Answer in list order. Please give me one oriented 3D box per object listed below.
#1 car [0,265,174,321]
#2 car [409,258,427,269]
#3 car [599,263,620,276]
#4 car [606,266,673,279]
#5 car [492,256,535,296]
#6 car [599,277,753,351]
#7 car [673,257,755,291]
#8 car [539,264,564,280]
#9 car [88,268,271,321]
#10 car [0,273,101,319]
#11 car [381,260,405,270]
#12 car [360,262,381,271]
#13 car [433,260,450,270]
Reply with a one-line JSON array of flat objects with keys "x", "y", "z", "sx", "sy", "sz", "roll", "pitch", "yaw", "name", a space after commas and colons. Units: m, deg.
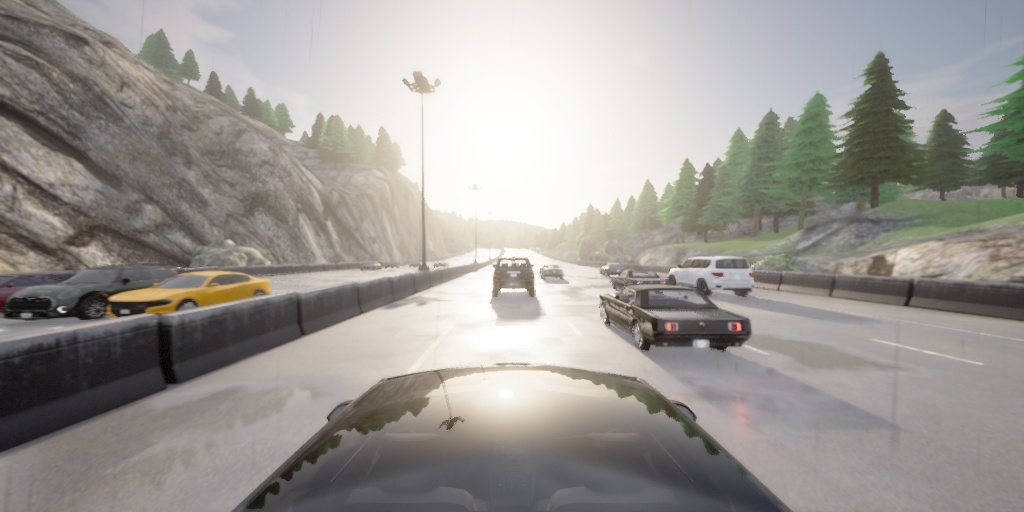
[{"x": -14.112, "y": 1.145, "z": 12.665, "sx": 2.097, "sy": 1.767, "sz": 4.553, "roll": 0, "pitch": 0, "yaw": 0, "name": "car"}, {"x": -14.068, "y": 1.108, "z": 53.767, "sx": 1.837, "sy": 1.490, "sz": 4.892, "roll": 0, "pitch": 0, "yaw": 0, "name": "car"}, {"x": 10.553, "y": 1.453, "z": 37.587, "sx": 1.994, "sy": 1.385, "sz": 4.181, "roll": 0, "pitch": 0, "yaw": 0, "name": "car"}, {"x": 7.077, "y": 1.424, "z": 20.469, "sx": 1.895, "sy": 1.301, "sz": 4.718, "roll": 0, "pitch": 0, "yaw": 0, "name": "car"}, {"x": 0.077, "y": 1.043, "z": 19.935, "sx": 2.150, "sy": 2.045, "sz": 5.566, "roll": 0, "pitch": 0, "yaw": 0, "name": "car"}, {"x": 3.593, "y": 1.379, "z": 9.025, "sx": 1.895, "sy": 1.301, "sz": 4.718, "roll": 0, "pitch": 0, "yaw": 0, "name": "car"}, {"x": 10.577, "y": 1.043, "z": 19.510, "sx": 2.150, "sy": 2.045, "sz": 5.566, "roll": 0, "pitch": 0, "yaw": 0, "name": "car"}, {"x": 3.560, "y": 1.419, "z": 32.877, "sx": 2.033, "sy": 1.411, "sz": 5.357, "roll": 0, "pitch": 0, "yaw": 0, "name": "car"}, {"x": -10.613, "y": 1.269, "z": 12.325, "sx": 1.882, "sy": 1.535, "sz": 5.008, "roll": 0, "pitch": 0, "yaw": 0, "name": "car"}, {"x": -17.612, "y": 1.356, "z": 12.405, "sx": 1.994, "sy": 1.385, "sz": 4.181, "roll": 0, "pitch": 0, "yaw": 0, "name": "car"}, {"x": -17.568, "y": 1.224, "z": 53.766, "sx": 1.994, "sy": 1.385, "sz": 4.181, "roll": 0, "pitch": 0, "yaw": 0, "name": "car"}, {"x": -21.068, "y": 1.538, "z": 53.771, "sx": 1.994, "sy": 1.385, "sz": 4.181, "roll": 0, "pitch": 0, "yaw": 0, "name": "car"}, {"x": -10.568, "y": 1.266, "z": 53.745, "sx": 1.895, "sy": 1.301, "sz": 4.718, "roll": 0, "pitch": 0, "yaw": 0, "name": "car"}]
